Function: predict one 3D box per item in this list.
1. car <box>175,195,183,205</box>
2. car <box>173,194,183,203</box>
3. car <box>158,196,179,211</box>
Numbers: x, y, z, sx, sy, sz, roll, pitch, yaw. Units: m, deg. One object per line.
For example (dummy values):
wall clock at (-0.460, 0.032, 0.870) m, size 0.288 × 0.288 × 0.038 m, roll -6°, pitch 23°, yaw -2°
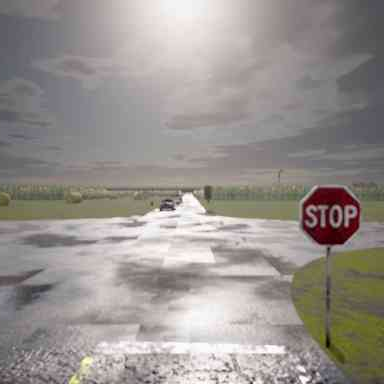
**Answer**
car at (-3.041, 1.597, 57.281) m, size 2.033 × 1.411 × 5.357 m, roll 0°, pitch 0°, yaw 0°
car at (-3.047, 1.421, 72.536) m, size 2.097 × 1.767 × 4.553 m, roll 0°, pitch 0°, yaw 0°
car at (-2.985, 1.534, 40.986) m, size 1.837 × 1.490 × 4.892 m, roll 0°, pitch 0°, yaw 0°
